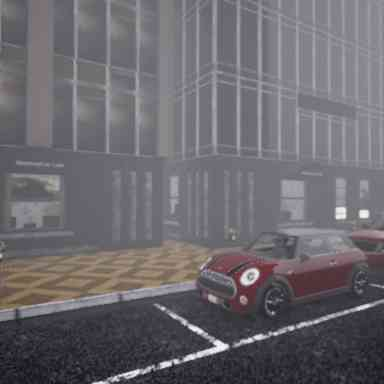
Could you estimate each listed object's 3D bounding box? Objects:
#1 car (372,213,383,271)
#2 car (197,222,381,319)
[{"bbox_3d":[6.852,1.519,10.473,5.009,1.841,2.192,1,-1,-31],"label":"car"},{"bbox_3d":[2.107,1.587,7.576,4.097,1.590,1.967,1,-1,-31],"label":"car"}]
